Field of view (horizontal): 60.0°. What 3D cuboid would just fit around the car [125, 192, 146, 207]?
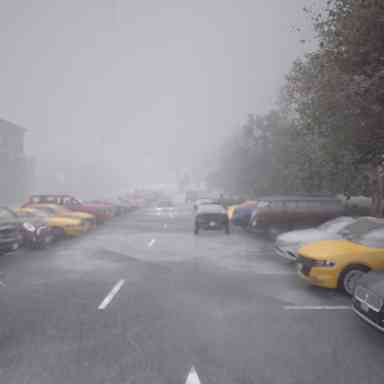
[{"bbox_3d":[-8.014,1.187,38.428,4.553,1.767,2.185,0,1,0],"label":"car"}]

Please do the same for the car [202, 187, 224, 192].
[{"bbox_3d":[5.033,0.282,69.260,4.674,1.452,2.002,0,3,0],"label":"car"}]

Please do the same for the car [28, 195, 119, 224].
[{"bbox_3d":[-8.015,1.194,21.708,5.566,2.045,2.435,0,0,0],"label":"car"}]

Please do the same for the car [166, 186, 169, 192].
[{"bbox_3d":[-8.079,0.137,71.845,4.792,1.488,2.163,0,3,0],"label":"car"}]

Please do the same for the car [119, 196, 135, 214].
[{"bbox_3d":[-8.049,1.414,30.064,5.008,1.535,2.097,0,0,0],"label":"car"}]

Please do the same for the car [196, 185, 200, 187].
[{"bbox_3d":[-0.007,0.004,69.134,2.097,1.767,4.553,0,3,0],"label":"car"}]

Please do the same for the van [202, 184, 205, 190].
[{"bbox_3d":[4.904,-0.120,71.916,4.442,1.987,1.878,-1,3,0],"label":"van"}]

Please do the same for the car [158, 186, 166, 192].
[{"bbox_3d":[-8.019,0.405,60.703,5.566,2.045,2.435,0,2,0],"label":"car"}]

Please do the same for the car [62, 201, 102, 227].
[{"bbox_3d":[-8.048,1.451,18.925,5.008,1.535,2.097,0,0,0],"label":"car"}]

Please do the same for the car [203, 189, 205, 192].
[{"bbox_3d":[5.217,0.651,60.779,5.366,1.575,1.946,0,2,0],"label":"car"}]

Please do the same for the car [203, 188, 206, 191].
[{"bbox_3d":[5.034,0.425,66.479,4.674,1.452,2.002,0,3,0],"label":"car"}]

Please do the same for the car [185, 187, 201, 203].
[{"bbox_3d":[-0.005,0.660,53.964,2.150,2.045,5.566,0,2,0],"label":"car"}]

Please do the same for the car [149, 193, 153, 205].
[{"bbox_3d":[-8.017,1.232,43.998,4.792,1.488,2.163,0,1,0],"label":"car"}]

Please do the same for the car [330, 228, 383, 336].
[{"bbox_3d":[5.046,1.475,5.040,4.892,1.521,2.231,0,0,0],"label":"car"}]

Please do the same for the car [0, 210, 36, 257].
[{"bbox_3d":[-8.035,1.466,10.576,4.892,1.521,2.231,0,0,0],"label":"car"}]

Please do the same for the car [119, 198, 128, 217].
[{"bbox_3d":[-8.073,1.461,27.277,4.792,1.488,2.163,0,0,0],"label":"car"}]

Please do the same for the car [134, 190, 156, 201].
[{"bbox_3d":[-8.078,0.933,49.567,4.553,1.767,2.185,0,2,0],"label":"car"}]

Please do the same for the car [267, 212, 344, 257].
[{"bbox_3d":[5.041,1.506,10.611,4.674,1.452,2.002,0,0,0],"label":"car"}]

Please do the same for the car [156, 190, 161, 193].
[{"bbox_3d":[-8.076,0.909,55.151,4.792,1.488,2.163,0,2,0],"label":"car"}]

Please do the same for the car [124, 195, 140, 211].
[{"bbox_3d":[-8.050,1.388,32.854,5.008,1.535,2.097,0,1,0],"label":"car"}]

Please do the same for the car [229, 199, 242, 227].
[{"bbox_3d":[5.222,1.443,21.750,5.366,1.575,1.946,0,0,0],"label":"car"}]

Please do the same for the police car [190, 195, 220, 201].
[{"bbox_3d":[1.046,1.364,29.376,1.930,1.638,5.238,0,0,0],"label":"police car"}]

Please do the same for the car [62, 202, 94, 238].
[{"bbox_3d":[-7.857,1.453,16.142,5.366,1.575,1.946,0,0,0],"label":"car"}]

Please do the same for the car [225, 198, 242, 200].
[{"bbox_3d":[5.031,1.441,24.659,5.008,1.535,2.097,0,0,0],"label":"car"}]

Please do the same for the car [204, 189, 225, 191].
[{"bbox_3d":[5.218,0.768,57.986,5.366,1.575,1.946,0,2,0],"label":"car"}]

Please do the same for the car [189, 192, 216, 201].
[{"bbox_3d":[1.045,1.230,35.232,2.097,1.767,4.553,0,1,0],"label":"car"}]

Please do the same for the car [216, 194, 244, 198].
[{"bbox_3d":[4.849,1.307,38.603,5.366,1.575,1.946,0,1,0],"label":"car"}]

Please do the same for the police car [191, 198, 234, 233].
[{"bbox_3d":[1.047,1.396,19.379,1.930,1.638,5.238,0,0,0],"label":"police car"}]

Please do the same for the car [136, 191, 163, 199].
[{"bbox_3d":[-8.054,0.529,63.505,5.008,1.535,2.097,0,2,0],"label":"car"}]

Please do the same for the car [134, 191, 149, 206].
[{"bbox_3d":[-8.014,1.137,41.207,4.553,1.767,2.185,0,1,0],"label":"car"}]

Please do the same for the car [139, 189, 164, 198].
[{"bbox_3d":[-8.017,0.268,66.274,4.553,1.767,2.185,0,3,0],"label":"car"}]

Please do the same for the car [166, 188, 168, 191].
[{"bbox_3d":[-8.020,0.280,69.065,4.792,1.488,2.163,0,3,0],"label":"car"}]

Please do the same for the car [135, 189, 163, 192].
[{"bbox_3d":[-8.054,0.774,57.927,4.892,1.521,2.231,0,2,0],"label":"car"}]

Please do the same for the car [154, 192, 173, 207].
[{"bbox_3d":[-3.590,1.204,45.031,1.837,1.490,4.892,0,1,0],"label":"car"}]

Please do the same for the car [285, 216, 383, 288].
[{"bbox_3d":[5.044,1.470,7.825,5.008,1.535,2.097,0,0,0],"label":"car"}]

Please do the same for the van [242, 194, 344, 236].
[{"bbox_3d":[4.921,1.230,16.180,4.442,1.987,1.878,0,0,0],"label":"van"}]

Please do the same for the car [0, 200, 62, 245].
[{"bbox_3d":[-8.073,1.335,13.484,4.553,1.767,2.185,0,0,0],"label":"car"}]

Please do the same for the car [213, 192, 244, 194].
[{"bbox_3d":[5.028,1.135,46.837,4.892,1.521,2.231,0,2,0],"label":"car"}]

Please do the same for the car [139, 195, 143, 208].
[{"bbox_3d":[-8.042,1.395,35.643,4.674,1.452,2.002,0,1,0],"label":"car"}]

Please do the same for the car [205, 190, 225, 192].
[{"bbox_3d":[5.003,0.903,55.333,4.792,1.488,2.163,0,2,0],"label":"car"}]
